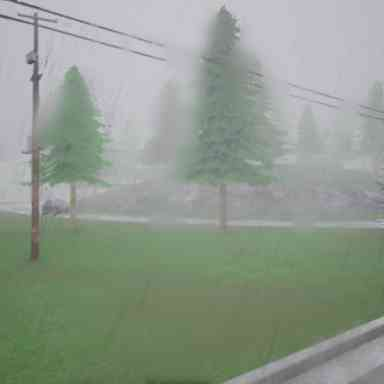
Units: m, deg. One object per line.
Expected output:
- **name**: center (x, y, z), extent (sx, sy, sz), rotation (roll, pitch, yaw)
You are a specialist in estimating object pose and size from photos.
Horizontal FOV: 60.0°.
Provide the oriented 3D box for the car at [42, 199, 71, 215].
- **car**: center (-13.811, 1.548, 34.309), extent (1.837, 1.490, 4.892), rotation (0, 0, -45)
